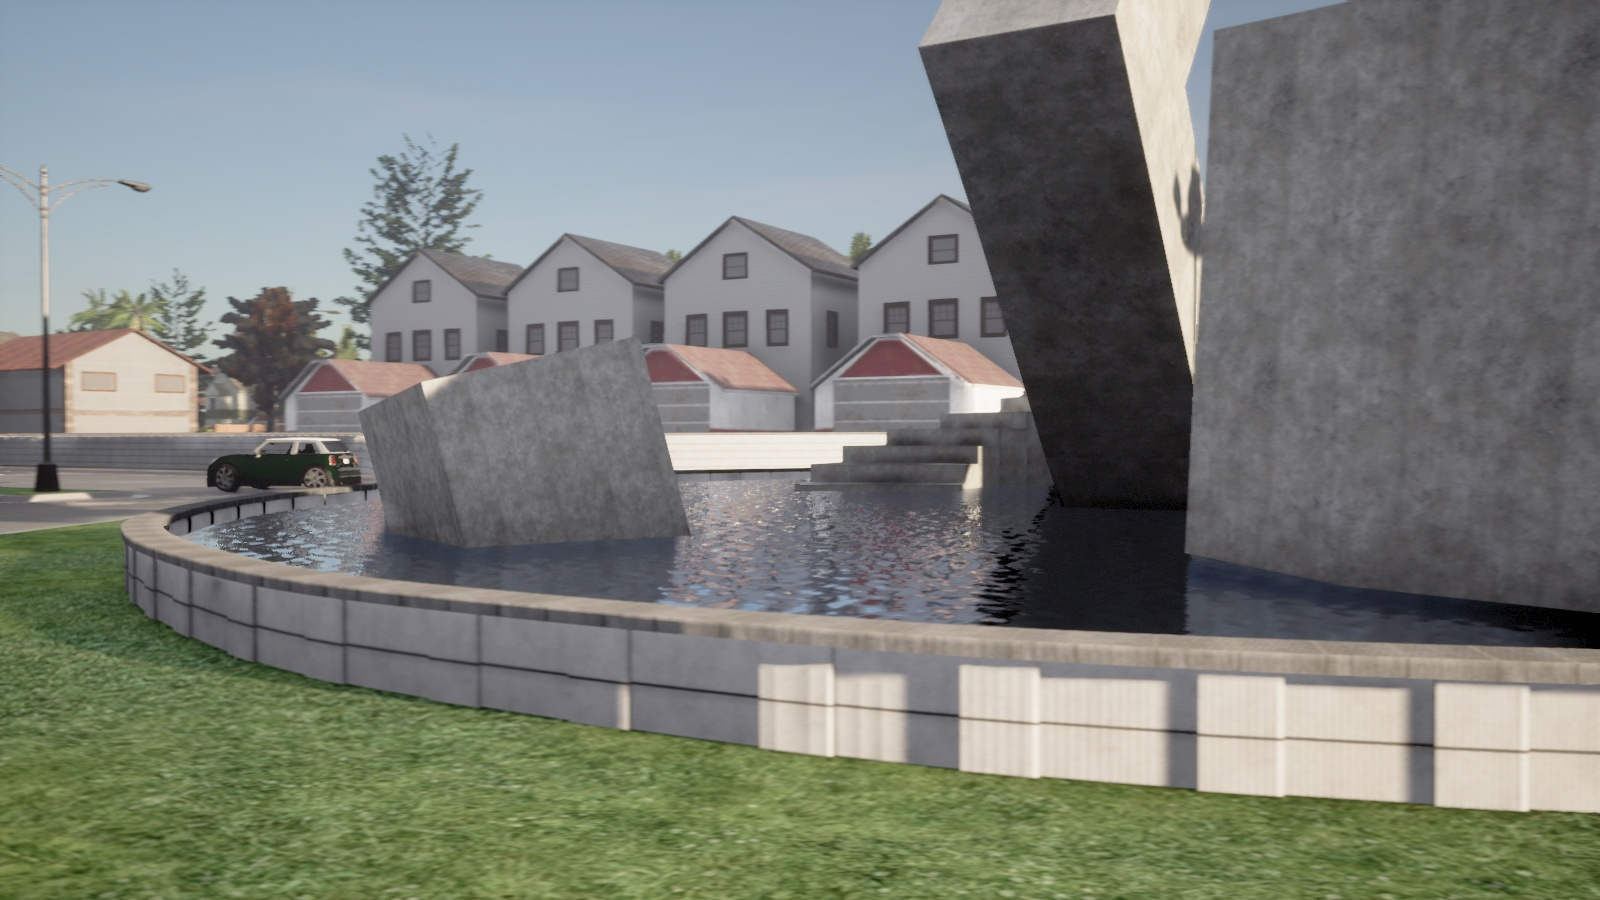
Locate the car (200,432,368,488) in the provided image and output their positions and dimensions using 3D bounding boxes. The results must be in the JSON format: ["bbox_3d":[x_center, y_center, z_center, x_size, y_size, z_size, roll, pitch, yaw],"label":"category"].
[{"bbox_3d":[-14.186,0.251,34.622,3.806,1.475,1.970,0,1,7],"label":"car"}]
